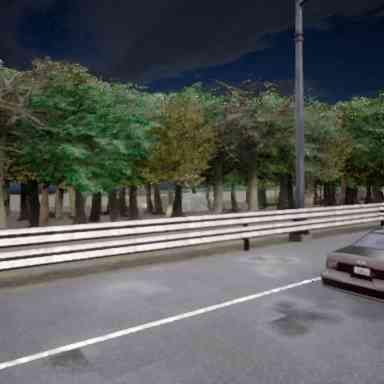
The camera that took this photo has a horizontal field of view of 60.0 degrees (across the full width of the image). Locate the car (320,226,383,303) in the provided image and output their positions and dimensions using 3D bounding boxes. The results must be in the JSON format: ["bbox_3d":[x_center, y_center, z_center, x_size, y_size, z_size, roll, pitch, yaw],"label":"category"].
[{"bbox_3d":[5.090,1.418,7.372,5.357,1.411,2.033,-1,1,-35],"label":"car"}]
